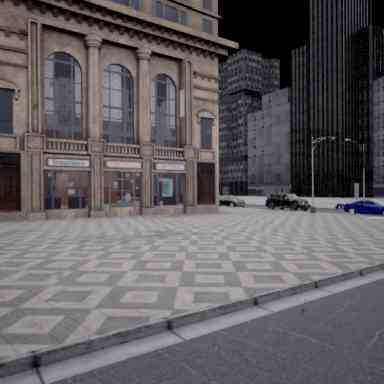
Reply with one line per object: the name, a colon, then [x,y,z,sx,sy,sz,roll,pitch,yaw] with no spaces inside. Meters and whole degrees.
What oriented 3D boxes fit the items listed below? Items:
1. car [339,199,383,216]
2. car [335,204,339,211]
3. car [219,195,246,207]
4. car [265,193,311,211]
car: [16.680,1.426,30.701,1.882,1.535,5.008,-1,1,-35]
car: [17.590,1.513,34.990,1.895,1.301,4.718,-1,0,-33]
car: [5.539,1.244,47.203,2.097,1.767,4.553,-1,0,-34]
car: [11.110,1.142,38.938,2.150,2.045,5.566,-1,0,-34]
